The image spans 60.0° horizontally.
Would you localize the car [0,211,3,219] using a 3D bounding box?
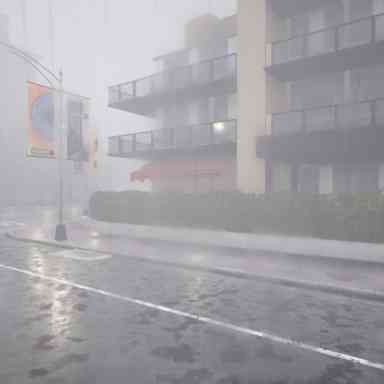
[{"bbox_3d":[-16.086,1.477,23.378,1.882,1.535,5.008,0,0,35],"label":"car"}]
